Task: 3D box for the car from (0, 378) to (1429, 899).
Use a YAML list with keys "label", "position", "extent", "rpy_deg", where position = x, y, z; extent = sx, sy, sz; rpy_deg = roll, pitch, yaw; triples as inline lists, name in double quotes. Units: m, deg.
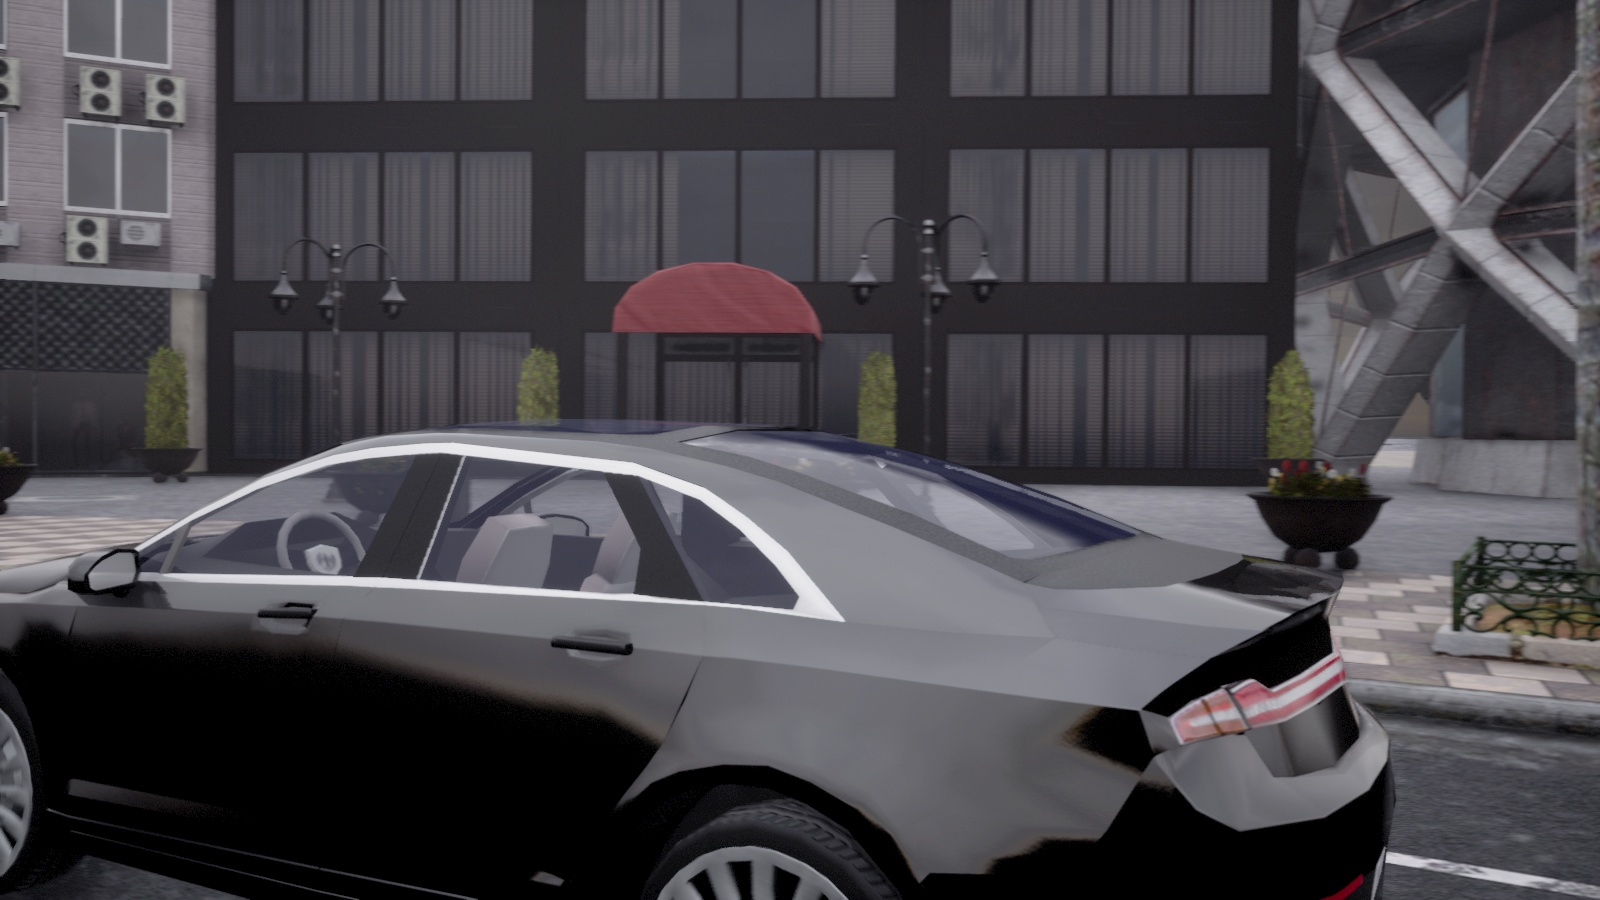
- label: "car"
  position: [-0.826, 0.638, 3.937]
  extent: [4.902, 1.511, 2.128]
  rpy_deg: [0, 1, 29]
